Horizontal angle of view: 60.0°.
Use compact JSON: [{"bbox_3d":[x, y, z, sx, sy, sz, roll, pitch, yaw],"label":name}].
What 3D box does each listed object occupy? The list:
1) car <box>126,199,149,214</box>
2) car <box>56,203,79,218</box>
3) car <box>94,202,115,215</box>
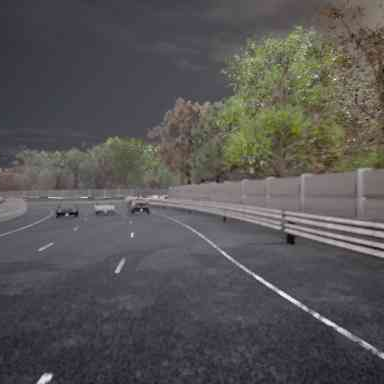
[{"bbox_3d":[-5.840,1.561,35.671,1.837,1.490,4.892,0,0,-19],"label":"car"},{"bbox_3d":[-11.804,1.725,31.732,1.895,1.301,4.718,-1,0,-18],"label":"car"},{"bbox_3d":[-9.595,1.699,36.045,1.895,1.301,4.718,-1,0,-20],"label":"car"}]
